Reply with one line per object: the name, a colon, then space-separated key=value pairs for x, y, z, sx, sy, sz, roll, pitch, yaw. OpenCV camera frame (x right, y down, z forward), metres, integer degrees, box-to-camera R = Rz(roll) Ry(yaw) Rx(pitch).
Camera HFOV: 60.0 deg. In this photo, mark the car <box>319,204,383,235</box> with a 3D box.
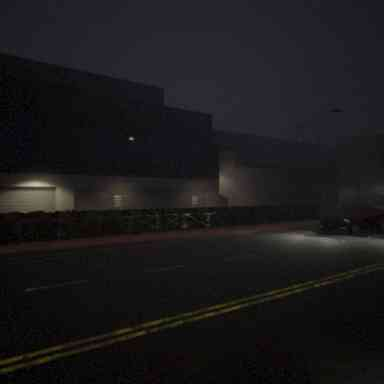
car: x=9.410 y=1.497 z=19.228 sx=5.008 sy=1.535 sz=1.882 roll=0 pitch=0 yaw=-35
